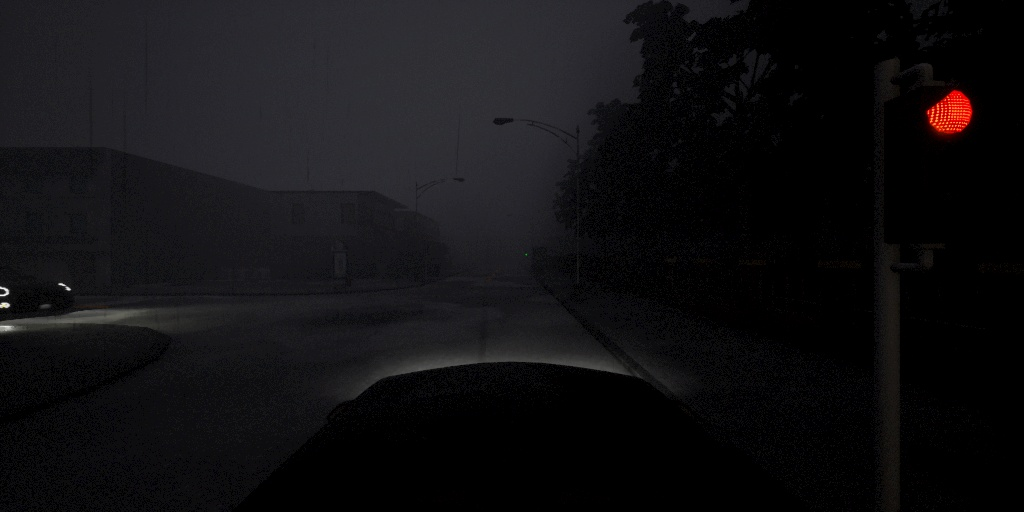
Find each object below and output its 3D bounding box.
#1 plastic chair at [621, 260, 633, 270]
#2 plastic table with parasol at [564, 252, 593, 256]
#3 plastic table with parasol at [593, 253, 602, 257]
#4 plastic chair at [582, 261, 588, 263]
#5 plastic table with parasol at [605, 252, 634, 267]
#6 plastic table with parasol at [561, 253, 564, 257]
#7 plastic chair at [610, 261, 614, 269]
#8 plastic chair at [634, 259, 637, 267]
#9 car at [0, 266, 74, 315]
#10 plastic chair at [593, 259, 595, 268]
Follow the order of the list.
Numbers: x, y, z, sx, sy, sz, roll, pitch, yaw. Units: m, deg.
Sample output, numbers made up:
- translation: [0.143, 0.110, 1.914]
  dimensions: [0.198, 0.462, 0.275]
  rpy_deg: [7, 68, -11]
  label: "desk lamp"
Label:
- translation: [16.056, 1.296, 50.192]
  dimensions: [0.750, 1.272, 0.730]
  rpy_deg: [0, 0, -40]
  label: "plastic chair"
- translation: [10.007, 0.684, 53.933]
  dimensions: [2.482, 2.480, 2.482]
  rpy_deg: [0, 0, -40]
  label: "plastic table with parasol"
- translation: [14.707, 0.673, 59.405]
  dimensions: [2.482, 2.480, 2.482]
  rpy_deg: [0, 0, -42]
  label: "plastic table with parasol"
- translation: [10.738, 1.310, 52.936]
  dimensions: [0.750, 1.272, 0.730]
  rpy_deg: [0, 0, -40]
  label: "plastic chair"
- translation: [15.324, 0.694, 51.191]
  dimensions: [2.482, 2.480, 2.482]
  rpy_deg: [0, 0, -40]
  label: "plastic table with parasol"
- translation: [10.723, 0.705, 62.374]
  dimensions: [2.482, 2.480, 2.482]
  rpy_deg: [0, 0, -40]
  label: "plastic table with parasol"
- translation: [14.350, 1.306, 50.290]
  dimensions: [0.730, 1.272, 0.750]
  rpy_deg: [0, 0, -35]
  label: "plastic chair"
- translation: [18.680, 1.161, 54.638]
  dimensions: [0.750, 1.272, 0.730]
  rpy_deg: [0, 0, -39]
  label: "plastic chair"
- translation: [-17.769, 1.103, 11.945]
  dimensions: [4.553, 1.767, 2.097]
  rpy_deg: [0, 0, 0]
  label: "car"
- translation: [13.755, 1.304, 58.518]
  dimensions: [0.730, 1.272, 0.750]
  rpy_deg: [0, 0, -35]
  label: "plastic chair"
